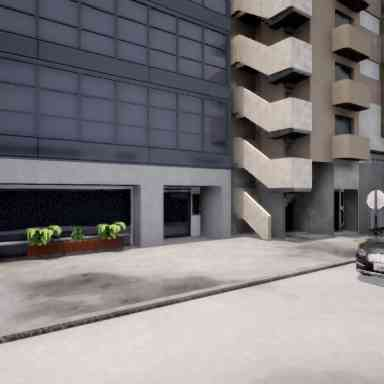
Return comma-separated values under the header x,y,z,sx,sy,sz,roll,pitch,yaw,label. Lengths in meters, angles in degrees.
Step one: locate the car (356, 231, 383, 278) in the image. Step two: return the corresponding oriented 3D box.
x,y,z,sx,sy,sz,roll,pitch,yaw,label
6.417,1.491,9.121,4.902,1.511,2.128,0,0,-35,car
